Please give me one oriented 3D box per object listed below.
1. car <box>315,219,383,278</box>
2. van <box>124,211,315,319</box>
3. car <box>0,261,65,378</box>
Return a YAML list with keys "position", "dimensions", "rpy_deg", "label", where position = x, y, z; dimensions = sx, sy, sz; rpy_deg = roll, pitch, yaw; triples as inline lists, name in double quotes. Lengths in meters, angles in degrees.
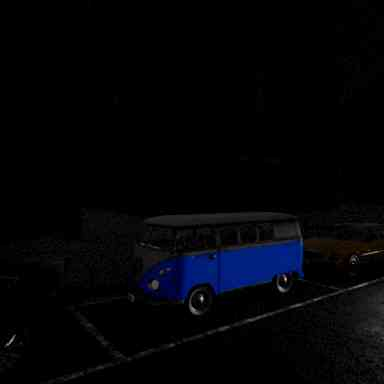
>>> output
- position: [4.917, 1.526, 10.158]
  dimensions: [4.829, 1.417, 1.752]
  rpy_deg: [0, 0, -35]
  label: "car"
- position: [0.628, 1.341, 7.100]
  dimensions: [3.998, 1.788, 1.690]
  rpy_deg: [0, 0, -35]
  label: "van"
- position: [-3.799, 1.566, 3.942]
  dimensions: [4.313, 1.339, 1.947]
  rpy_deg: [0, 0, -35]
  label: "car"
